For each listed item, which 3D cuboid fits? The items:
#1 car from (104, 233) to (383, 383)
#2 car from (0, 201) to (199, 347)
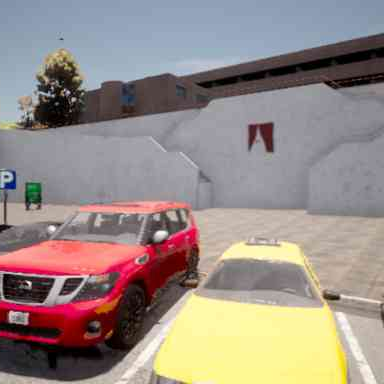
[{"bbox_3d":[1.005,1.482,4.867,1.946,1.575,5.366,0,-1,16],"label":"car"},{"bbox_3d":[-1.391,1.240,6.764,2.435,2.045,5.566,0,-1,15],"label":"car"}]
